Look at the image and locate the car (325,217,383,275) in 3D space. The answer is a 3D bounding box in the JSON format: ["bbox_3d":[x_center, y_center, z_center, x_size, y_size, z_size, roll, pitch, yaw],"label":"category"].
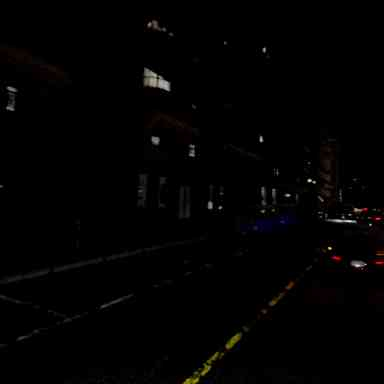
[{"bbox_3d":[5.523,1.790,10.860,1.812,1.442,4.674,2,-1,29],"label":"car"}]

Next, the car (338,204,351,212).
[{"bbox_3d":[30.661,3.183,66.832,1.887,1.381,4.507,3,0,29],"label":"car"}]

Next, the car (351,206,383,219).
[{"bbox_3d":[13.804,2.153,25.633,2.128,1.511,4.902,2,-1,29],"label":"car"}]

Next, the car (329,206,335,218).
[{"bbox_3d":[14.482,2.113,37.878,2.192,1.841,5.009,3,0,29],"label":"car"}]

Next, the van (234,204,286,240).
[{"bbox_3d":[3.685,1.610,18.576,1.690,1.788,3.998,3,0,29],"label":"van"}]

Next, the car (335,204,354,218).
[{"bbox_3d":[18.034,2.473,39.056,2.033,1.411,5.357,2,-1,29],"label":"car"}]

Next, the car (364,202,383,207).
[{"bbox_3d":[21.991,2.291,40.458,2.150,2.045,5.566,2,-1,29],"label":"car"}]

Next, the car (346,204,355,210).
[{"bbox_3d":[38.756,3.666,81.309,1.802,1.307,4.206,3,0,29],"label":"car"}]

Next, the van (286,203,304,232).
[{"bbox_3d":[6.384,1.740,23.403,1.690,1.788,3.998,3,0,29],"label":"van"}]

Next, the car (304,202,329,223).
[{"bbox_3d":[11.783,1.979,33.053,2.192,1.841,5.009,3,0,29],"label":"car"}]

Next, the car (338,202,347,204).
[{"bbox_3d":[27.975,2.808,62.005,2.192,1.841,5.009,3,0,29],"label":"car"}]
